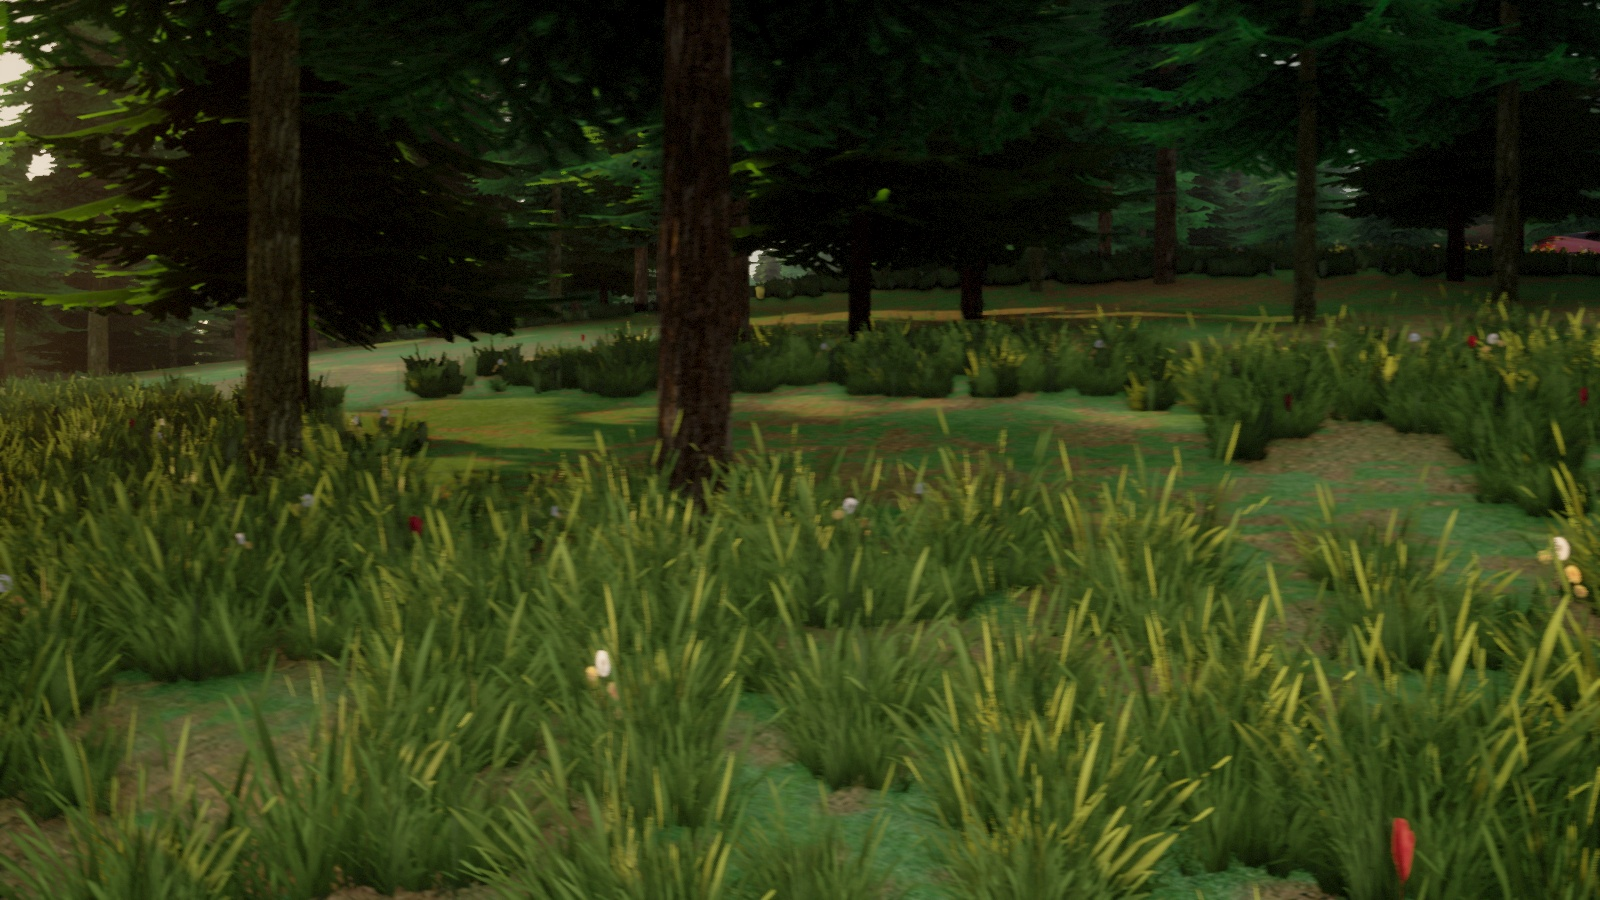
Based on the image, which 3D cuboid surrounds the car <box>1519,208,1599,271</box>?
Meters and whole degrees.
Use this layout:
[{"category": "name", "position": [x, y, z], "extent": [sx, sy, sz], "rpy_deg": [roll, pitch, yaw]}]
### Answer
[{"category": "car", "position": [25.434, -6.510, 39.361], "extent": [4.514, 1.525, 2.007], "rpy_deg": [4, 1, 4]}]
